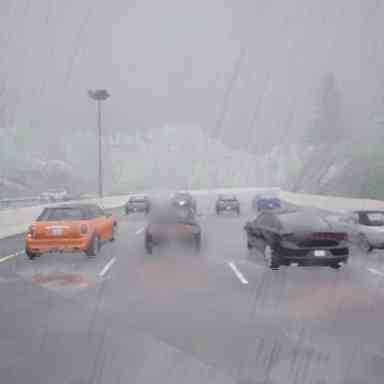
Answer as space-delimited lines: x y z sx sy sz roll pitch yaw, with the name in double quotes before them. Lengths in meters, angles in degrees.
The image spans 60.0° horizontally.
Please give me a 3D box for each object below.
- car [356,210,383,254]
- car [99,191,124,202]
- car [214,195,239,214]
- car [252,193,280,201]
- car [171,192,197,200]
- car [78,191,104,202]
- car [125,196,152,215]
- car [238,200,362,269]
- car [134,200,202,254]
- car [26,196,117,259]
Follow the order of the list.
"car" 6.363 1.297 12.087 1.895 1.301 4.718 -1 1 -2
"car" -12.426 0.710 51.752 2.128 1.511 4.902 -1 1 9
"car" 2.865 0.957 27.380 2.128 1.511 4.902 -1 1 3
"car" 6.462 0.860 29.325 1.882 1.535 5.008 -1 1 3
"car" -0.653 0.867 26.985 2.097 1.767 4.553 -1 1 3
"car" -15.844 0.725 52.583 1.882 1.535 5.008 -1 1 9
"car" -4.142 1.048 27.342 2.128 1.511 4.902 -1 1 3
"car" 2.922 1.250 10.349 1.882 1.535 5.008 -1 1 -2
"car" -0.642 1.271 12.401 2.128 1.511 4.902 -1 1 -2
"car" -4.132 1.182 12.178 2.097 1.767 4.553 -1 1 -2
